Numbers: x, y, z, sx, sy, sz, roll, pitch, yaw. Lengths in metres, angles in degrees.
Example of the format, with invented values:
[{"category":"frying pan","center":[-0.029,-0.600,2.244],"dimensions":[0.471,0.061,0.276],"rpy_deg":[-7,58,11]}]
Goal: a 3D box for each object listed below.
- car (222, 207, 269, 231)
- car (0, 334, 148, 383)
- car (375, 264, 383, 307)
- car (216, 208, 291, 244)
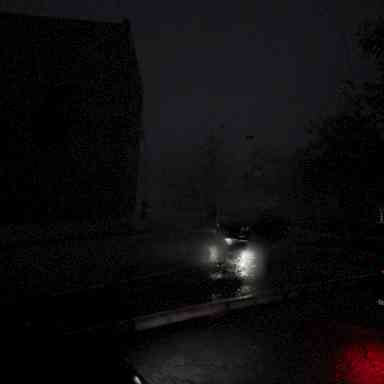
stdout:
[{"category":"car","center":[3.743,1.779,22.644],"dimensions":[1.994,1.385,4.181],"rpy_deg":[2,-2,25]},{"category":"car","center":[-2.446,1.492,1.487],"dimensions":[4.892,1.490,1.837],"rpy_deg":[0,0,-35]},{"category":"car","center":[5.589,1.565,6.328],"dimensions":[4.892,1.490,1.837],"rpy_deg":[0,-1,-28]},{"category":"car","center":[3.133,1.544,16.300],"dimensions":[1.882,1.535,5.008],"rpy_deg":[2,0,40]}]
